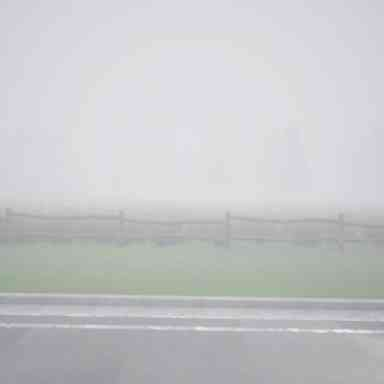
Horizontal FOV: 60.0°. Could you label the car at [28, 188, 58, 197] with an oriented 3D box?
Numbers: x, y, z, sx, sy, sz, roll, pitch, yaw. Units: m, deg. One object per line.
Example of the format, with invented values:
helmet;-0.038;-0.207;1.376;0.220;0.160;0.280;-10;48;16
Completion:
car;-25.897;0.236;57.935;4.605;1.855;1.932;1;1;0
